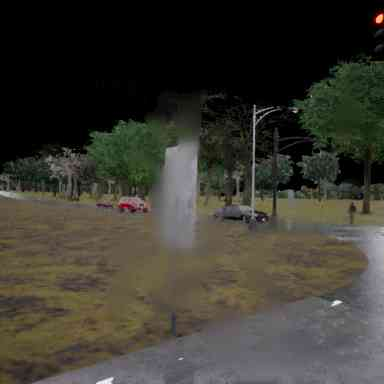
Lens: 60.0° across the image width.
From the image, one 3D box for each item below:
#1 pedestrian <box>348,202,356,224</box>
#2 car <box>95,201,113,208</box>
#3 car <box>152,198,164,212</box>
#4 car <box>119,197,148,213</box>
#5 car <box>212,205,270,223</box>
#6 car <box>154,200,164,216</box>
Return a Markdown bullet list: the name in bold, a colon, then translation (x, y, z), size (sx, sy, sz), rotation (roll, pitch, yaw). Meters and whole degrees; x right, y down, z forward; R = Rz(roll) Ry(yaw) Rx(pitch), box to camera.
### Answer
- **pedestrian**: translation (13.366, 1.718, 27.817), size (0.375, 1.860, 0.375), rotation (2, -1, -36)
- **car**: translation (-16.691, 2.332, 62.898), size (1.895, 1.301, 4.718), rotation (3, -2, -36)
- **car**: translation (-3.160, 1.792, 44.115), size (2.150, 2.045, 5.566), rotation (3, -2, -36)
- **car**: translation (-7.922, 1.681, 44.431), size (2.150, 2.045, 5.566), rotation (3, -2, -34)
- **car**: translation (3.975, 1.794, 27.846), size (2.033, 1.411, 5.357), rotation (3, -2, -36)
- **car**: translation (-1.835, 1.928, 35.903), size (1.994, 1.385, 4.181), rotation (3, -2, -37)
